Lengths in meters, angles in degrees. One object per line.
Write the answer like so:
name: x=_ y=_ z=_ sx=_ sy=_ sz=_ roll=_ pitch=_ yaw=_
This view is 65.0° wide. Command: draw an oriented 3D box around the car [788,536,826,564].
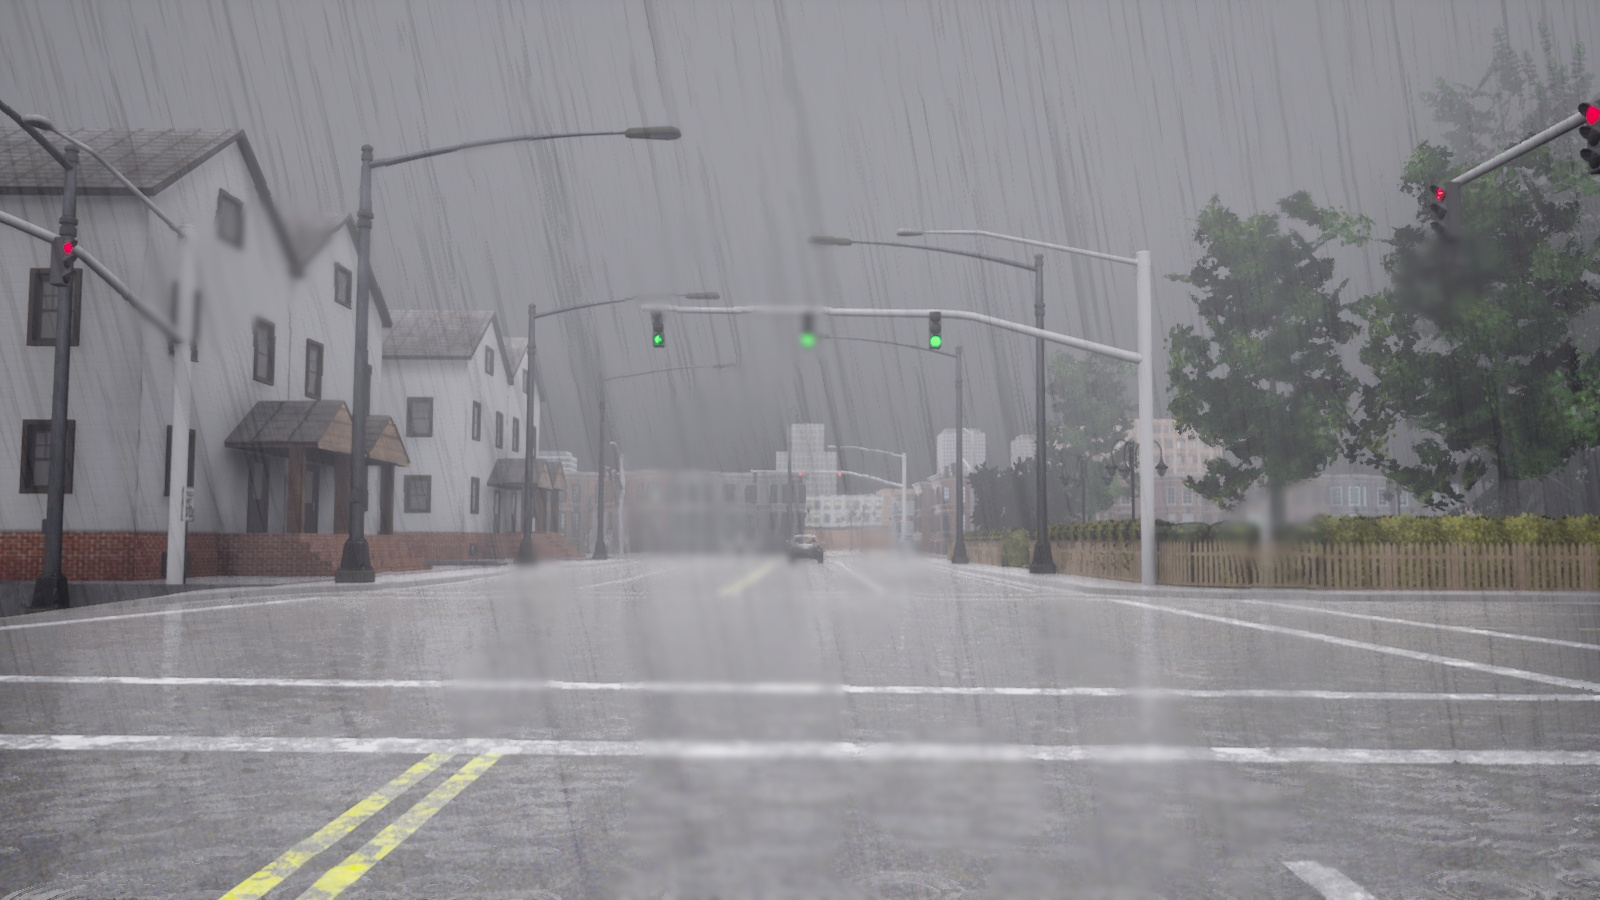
car: x=0.363 y=5.324 z=67.081 sx=1.970 sy=1.475 sz=3.806 roll=0 pitch=-4 yaw=1
